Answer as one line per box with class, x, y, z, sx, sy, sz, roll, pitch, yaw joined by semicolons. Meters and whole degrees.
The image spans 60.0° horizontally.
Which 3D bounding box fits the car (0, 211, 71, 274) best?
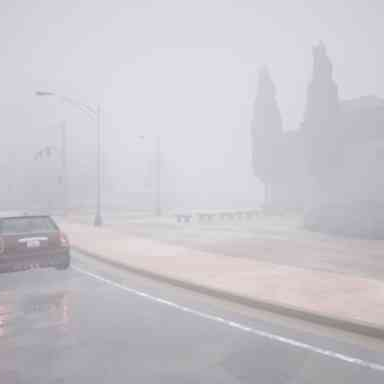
car;-5.435;1.353;10.136;2.097;1.767;4.553;0;0;-40
